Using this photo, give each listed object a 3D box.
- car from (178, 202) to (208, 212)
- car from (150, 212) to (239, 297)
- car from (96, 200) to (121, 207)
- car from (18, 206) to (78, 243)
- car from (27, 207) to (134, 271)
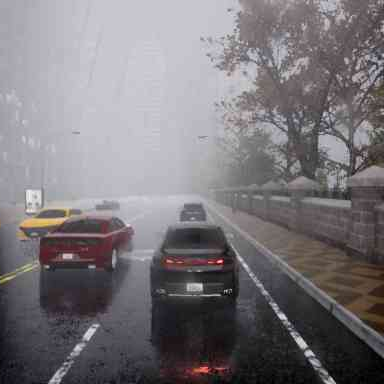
[{"bbox_3d":[0.071,1.504,24.212,1.837,1.490,4.892,0,0,0],"label":"car"},{"bbox_3d":[0.067,1.503,8.529,1.837,1.490,4.892,0,0,0],"label":"car"},{"bbox_3d":[-9.805,1.604,39.043,1.895,1.301,4.718,0,0,1],"label":"car"},{"bbox_3d":[-6.603,1.475,16.384,1.882,1.535,5.008,0,0,0],"label":"car"},{"bbox_3d":[-3.151,1.475,10.886,1.882,1.535,5.008,0,0,0],"label":"car"}]
